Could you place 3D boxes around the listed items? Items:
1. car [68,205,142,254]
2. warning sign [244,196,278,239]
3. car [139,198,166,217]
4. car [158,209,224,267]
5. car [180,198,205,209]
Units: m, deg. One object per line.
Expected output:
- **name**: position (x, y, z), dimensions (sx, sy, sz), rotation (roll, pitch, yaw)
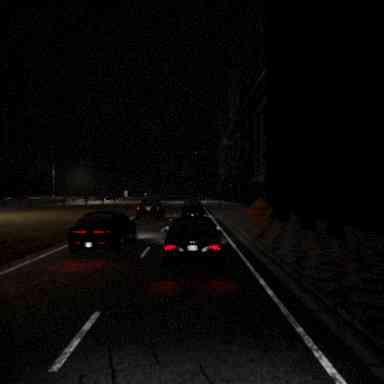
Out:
- **car**: position (-3.449, 1.507, 13.572), dimensions (1.837, 1.490, 4.892), rotation (0, 0, 0)
- **warning sign**: position (3.051, 1.118, 14.917), dimensions (1.300, 1.860, 1.060), rotation (0, 0, 0)
- **car**: position (-3.446, 1.379, 28.477), dimensions (2.097, 1.767, 4.553), rotation (0, 0, 1)
- **car**: position (0.028, 1.547, 11.409), dimensions (2.033, 1.411, 5.357), rotation (0, 0, 0)
- **car**: position (0.056, 1.534, 28.615), dimensions (1.837, 1.490, 4.892), rotation (0, 0, 1)
